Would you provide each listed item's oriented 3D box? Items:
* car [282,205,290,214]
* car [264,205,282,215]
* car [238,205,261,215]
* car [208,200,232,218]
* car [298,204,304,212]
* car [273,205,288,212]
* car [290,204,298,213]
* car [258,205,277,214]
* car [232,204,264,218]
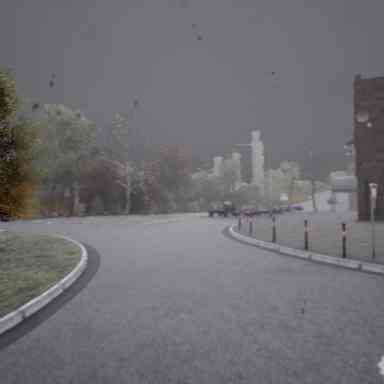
[{"bbox_3d":[13.502,2.795,52.446,2.033,1.411,5.357,-1,-3,28],"label":"car"},{"bbox_3d":[10.899,2.605,47.569,2.033,1.411,5.357,-1,-3,28],"label":"car"},{"bbox_3d":[8.742,2.686,50.359,1.837,1.490,4.892,-2,-3,29],"label":"car"},{"bbox_3d":[3.779,2.014,40.329,2.150,2.045,5.566,-1,-3,24],"label":"car"},{"bbox_3d":[21.154,3.134,66.783,1.882,1.535,5.008,-1,-3,28],"label":"car"},{"bbox_3d":[18.105,3.294,67.967,1.895,1.301,4.718,-1,-3,28],"label":"car"},{"bbox_3d":[16.702,2.986,58.440,1.837,1.490,4.892,-1,-3,28],"label":"car"},{"bbox_3d":[13.531,3.080,59.388,2.033,1.411,5.357,-1,-3,28],"label":"car"},{"bbox_3d":[6.522,2.300,38.460,1.895,1.301,4.718,-1,-3,24],"label":"car"}]
